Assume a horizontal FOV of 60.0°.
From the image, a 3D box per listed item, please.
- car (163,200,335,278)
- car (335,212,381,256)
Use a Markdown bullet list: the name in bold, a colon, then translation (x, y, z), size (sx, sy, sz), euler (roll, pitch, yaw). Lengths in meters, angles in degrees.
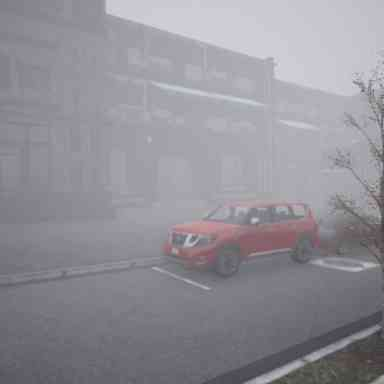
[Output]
- **car**: translation (1.800, 1.298, 10.724), size (5.566, 2.045, 2.435), euler (1, 0, -35)
- **car**: translation (6.327, 1.623, 13.921), size (4.792, 1.488, 2.163), euler (1, 0, -35)
